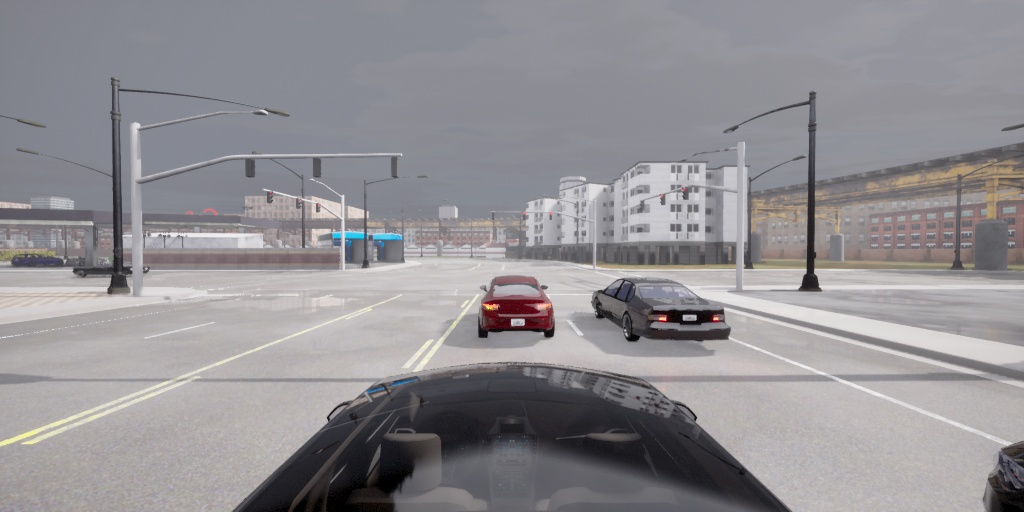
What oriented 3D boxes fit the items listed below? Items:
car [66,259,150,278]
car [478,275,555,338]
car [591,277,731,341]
[{"bbox_3d":[-33.750,1.136,30.202,4.718,1.301,1.895,0,1,-1],"label":"car"},{"bbox_3d":[0.067,1.256,10.026,1.812,1.442,4.674,0,0,-1],"label":"car"},{"bbox_3d":[3.578,1.283,9.743,2.033,1.411,5.357,0,0,0],"label":"car"}]
